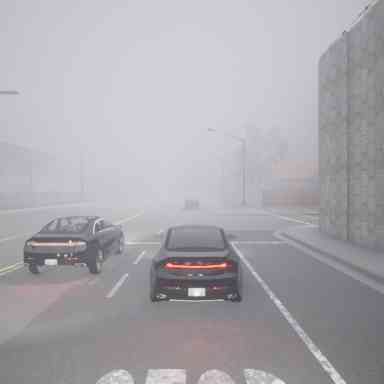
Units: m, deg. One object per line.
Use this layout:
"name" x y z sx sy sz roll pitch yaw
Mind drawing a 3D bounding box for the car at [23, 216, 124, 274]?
"car" -3.430 1.492 10.509 2.128 1.511 4.902 0 0 0

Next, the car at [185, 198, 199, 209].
"car" -0.026 1.491 44.224 2.128 1.511 4.902 0 0 0

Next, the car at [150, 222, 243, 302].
"car" 0.078 1.505 8.241 1.837 1.490 4.892 0 0 0
